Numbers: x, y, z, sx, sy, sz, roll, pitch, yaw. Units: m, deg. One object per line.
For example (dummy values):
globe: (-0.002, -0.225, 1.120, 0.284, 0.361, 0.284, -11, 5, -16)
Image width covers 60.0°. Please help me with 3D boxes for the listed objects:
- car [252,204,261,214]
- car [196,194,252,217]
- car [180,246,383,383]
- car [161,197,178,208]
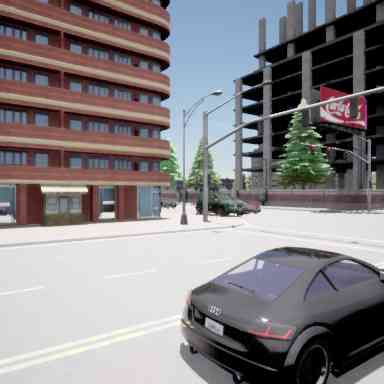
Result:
car: (4.968, 1.526, 34.088, 1.812, 1.442, 4.674, 0, 0, -36)
car: (2.643, 1.223, 31.297, 2.150, 2.045, 5.566, 0, 0, -35)
car: (1.895, 1.564, 5.115, 4.181, 1.385, 1.994, 0, 0, -35)
car: (-3.863, 1.507, 46.296, 1.837, 1.490, 4.892, 0, -1, -36)
